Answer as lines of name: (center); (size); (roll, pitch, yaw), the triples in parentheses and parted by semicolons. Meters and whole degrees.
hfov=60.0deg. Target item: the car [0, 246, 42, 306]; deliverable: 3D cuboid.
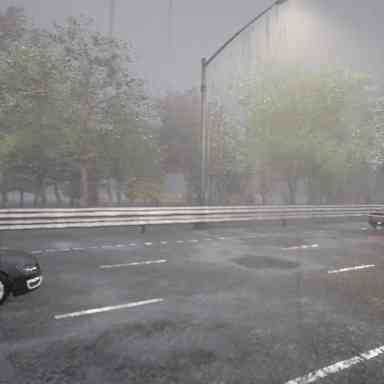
car: (-5.454, 1.427, 6.149); (4.892, 1.490, 1.837); (1, 0, -30)

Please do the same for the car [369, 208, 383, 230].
car: (13.173, 1.665, 20.839); (4.902, 1.511, 2.128); (1, 0, -30)
